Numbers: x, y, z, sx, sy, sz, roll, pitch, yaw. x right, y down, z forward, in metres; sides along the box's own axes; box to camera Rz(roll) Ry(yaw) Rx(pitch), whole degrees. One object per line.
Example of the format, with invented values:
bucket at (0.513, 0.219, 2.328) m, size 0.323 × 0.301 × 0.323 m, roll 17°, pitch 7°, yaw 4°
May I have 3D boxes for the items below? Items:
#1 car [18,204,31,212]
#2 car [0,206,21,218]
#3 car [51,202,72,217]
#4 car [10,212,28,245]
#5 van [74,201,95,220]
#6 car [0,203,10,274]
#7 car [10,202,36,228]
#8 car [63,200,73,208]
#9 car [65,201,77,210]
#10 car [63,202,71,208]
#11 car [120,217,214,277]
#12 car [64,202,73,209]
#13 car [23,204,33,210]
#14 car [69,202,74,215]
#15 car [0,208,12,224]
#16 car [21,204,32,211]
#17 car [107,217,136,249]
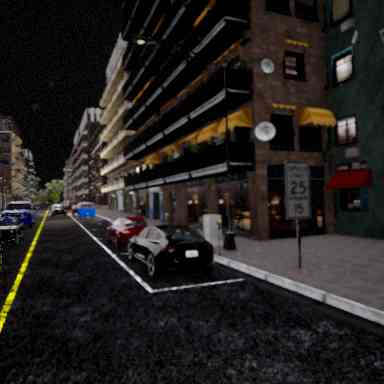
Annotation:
car at (-32.180, 3.004, 63.897) m, size 1.887 × 1.381 × 4.507 m, roll 0°, pitch -1°, yaw -23°
car at (-23.587, 2.569, 43.340) m, size 1.947 × 1.339 × 4.313 m, roll 0°, pitch -1°, yaw -23°
car at (-17.008, 2.425, 42.641) m, size 2.033 × 1.411 × 5.357 m, roll -1°, pitch -1°, yaw -24°
car at (-9.880, 1.977, 17.241) m, size 1.895 × 1.301 × 4.718 m, roll -1°, pitch -1°, yaw -23°
van at (-11.546, 2.028, 36.264) m, size 1.690 × 1.788 × 3.998 m, roll 0°, pitch -1°, yaw -23°
car at (-6.055, 1.395, 8.075) m, size 2.150 × 2.045 × 5.566 m, roll -1°, pitch -1°, yaw -23°
car at (-13.938, 1.813, 26.978) m, size 2.150 × 2.045 × 5.566 m, roll -1°, pitch -1°, yaw -22°
car at (-30.879, 3.030, 82.515) m, size 2.192 × 1.841 × 5.009 m, roll 0°, pitch -1°, yaw -23°
car at (-24.435, 2.686, 67.097) m, size 2.192 × 1.841 × 5.009 m, roll 0°, pitch -1°, yaw -23°
car at (-33.027, 3.374, 87.650) m, size 1.887 × 1.381 × 4.507 m, roll 0°, pitch -1°, yaw -23°
car at (-0.803, 1.684, 10.564) m, size 1.947 × 1.339 × 4.313 m, roll 0°, pitch -1°, yaw -23°
car at (-28.796, 3.129, 77.528) m, size 1.752 × 1.417 × 4.829 m, roll 0°, pitch -1°, yaw -23°
car at (-36.476, 3.270, 74.173) m, size 1.802 × 1.307 × 4.206 m, roll 0°, pitch -1°, yaw -23°
car at (-15.840, 2.459, 46.537) m, size 1.887 × 1.381 × 4.507 m, roll 0°, pitch -1°, yaw -23°
car at (-19.290, 2.341, 33.062) m, size 1.947 × 1.339 × 4.313 m, roll 0°, pitch -1°, yaw -23°
car at (-34.328, 3.156, 69.034) m, size 1.802 × 1.307 × 4.206 m, roll 0°, pitch -1°, yaw -23°
car at (-2.951, 1.814, 15.703) m, size 1.802 × 1.307 × 4.206 m, roll 0°, pitch -1°, yaw -23°
